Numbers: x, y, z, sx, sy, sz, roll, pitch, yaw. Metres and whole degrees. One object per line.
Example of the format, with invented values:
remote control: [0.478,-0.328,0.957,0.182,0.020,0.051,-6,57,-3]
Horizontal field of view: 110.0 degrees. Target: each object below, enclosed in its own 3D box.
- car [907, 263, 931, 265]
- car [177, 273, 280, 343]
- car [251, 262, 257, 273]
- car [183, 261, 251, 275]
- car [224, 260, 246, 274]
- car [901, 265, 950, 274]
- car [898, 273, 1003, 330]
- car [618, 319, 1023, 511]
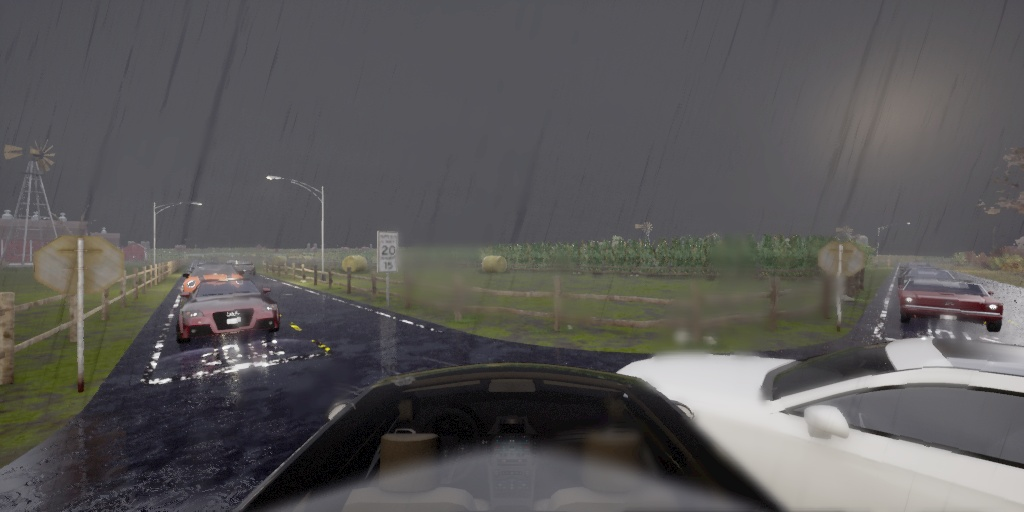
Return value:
car: [27.480,1.384,24.039,4.181,1.385,1.994,0,1,-43]
car: [-7.888,1.351,9.939,1.994,1.385,4.181,0,0,-42]
car: [-26.788,1.268,35.755,2.128,1.511,4.902,0,0,-41]
car: [-13.628,1.134,16.454,2.097,1.767,4.553,0,0,-41]
car: [-33.468,1.286,43.250,1.837,1.490,4.892,0,0,-41]
car: [20.691,1.351,17.821,5.357,1.411,2.033,0,1,-42]
car: [13.578,1.391,11.297,4.718,1.301,1.895,0,1,-43]
car: [2.850,1.293,2.293,1.812,1.442,4.674,0,1,-44]
